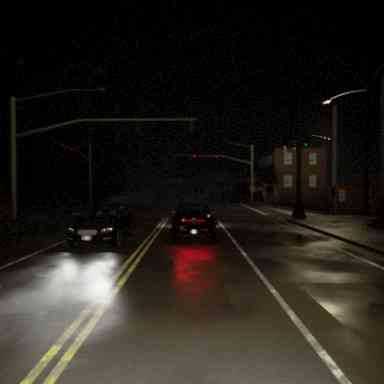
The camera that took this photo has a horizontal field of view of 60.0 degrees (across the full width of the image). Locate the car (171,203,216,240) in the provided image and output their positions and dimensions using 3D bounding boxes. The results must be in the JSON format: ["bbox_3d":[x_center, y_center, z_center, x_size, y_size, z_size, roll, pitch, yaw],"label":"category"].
[{"bbox_3d":[0.070,1.256,15.342,1.837,1.490,4.892,0,1,0],"label":"car"}]

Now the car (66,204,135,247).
[{"bbox_3d":[-3.586,1.269,13.800,2.128,1.511,4.902,0,1,0],"label":"car"}]
